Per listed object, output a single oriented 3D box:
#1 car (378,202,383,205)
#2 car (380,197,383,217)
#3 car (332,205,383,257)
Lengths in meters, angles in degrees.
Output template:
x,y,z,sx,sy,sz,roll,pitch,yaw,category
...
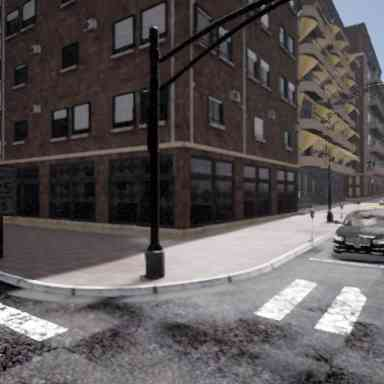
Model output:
x,y,z,sx,sy,sz,roll,pitch,yaw,category
9.245,1.245,16.094,1.752,1.417,4.829,1,1,35,car
15.706,1.109,25.371,1.887,1.381,4.507,1,1,35,car
6.160,1.345,11.665,2.008,1.369,4.403,1,1,35,car
